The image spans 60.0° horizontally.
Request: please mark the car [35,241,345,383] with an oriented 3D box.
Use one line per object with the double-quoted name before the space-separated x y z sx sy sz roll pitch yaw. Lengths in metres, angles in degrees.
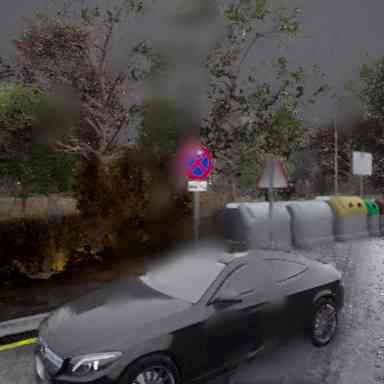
"car" 0.345 1.509 4.736 4.674 1.442 1.812 0 0 -36
